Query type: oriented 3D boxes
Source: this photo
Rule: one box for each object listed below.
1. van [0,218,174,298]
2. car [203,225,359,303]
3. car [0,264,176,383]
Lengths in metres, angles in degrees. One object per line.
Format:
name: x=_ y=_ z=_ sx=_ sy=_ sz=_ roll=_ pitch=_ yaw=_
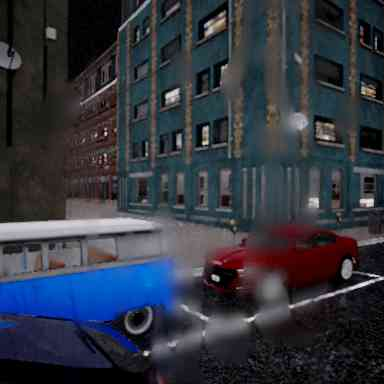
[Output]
van: x=-2.177 y=1.340 z=4.996 sx=3.998 sy=1.788 sz=1.690 roll=0 pitch=1 yaw=-35
car: x=2.320 y=1.536 z=8.204 sx=4.507 sy=1.381 sz=1.887 roll=0 pitch=1 yaw=-35
car: x=-2.145 y=1.565 z=1.848 sx=4.181 sy=1.385 sz=1.994 roll=0 pitch=0 yaw=-35
